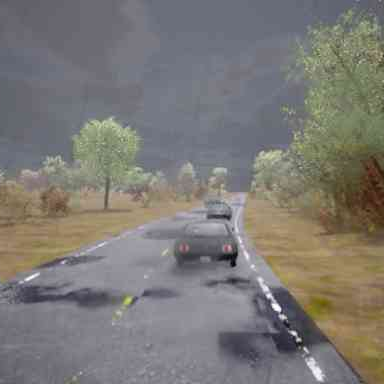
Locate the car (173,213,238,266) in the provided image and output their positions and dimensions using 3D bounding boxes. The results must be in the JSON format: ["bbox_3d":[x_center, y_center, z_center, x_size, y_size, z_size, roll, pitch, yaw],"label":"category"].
[{"bbox_3d":[0.549,1.622,11.646,1.895,1.301,4.718,0,0,4],"label":"car"}]

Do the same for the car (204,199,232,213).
[{"bbox_3d":[2.391,1.606,28.415,1.994,1.385,4.181,0,0,9],"label":"car"}]

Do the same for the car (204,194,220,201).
[{"bbox_3d":[3.294,1.285,53.729,2.150,2.045,5.566,0,0,10],"label":"car"}]
